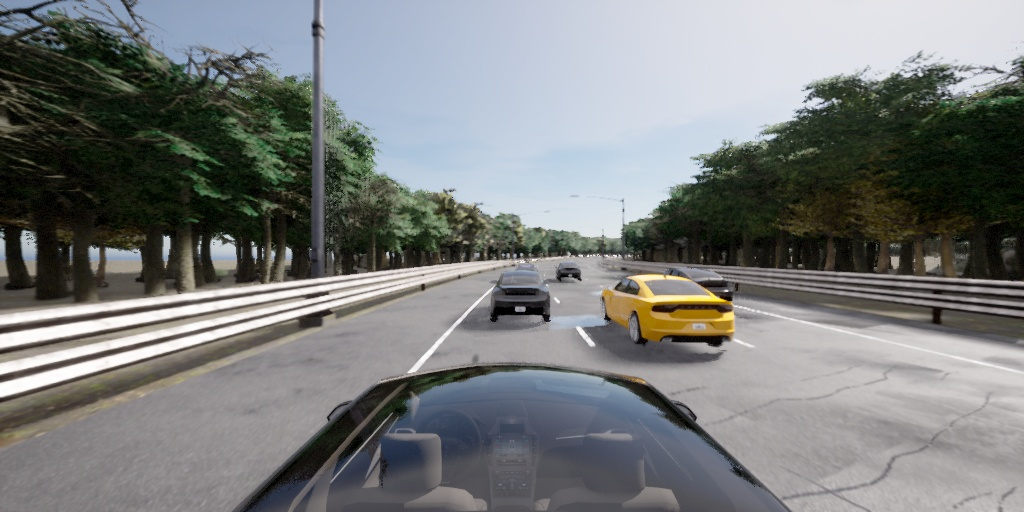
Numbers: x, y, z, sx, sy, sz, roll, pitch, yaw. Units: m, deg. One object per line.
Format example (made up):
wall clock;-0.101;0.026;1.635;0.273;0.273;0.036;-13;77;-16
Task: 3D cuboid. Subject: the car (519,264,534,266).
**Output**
car;1.241;1.333;30.795;1.994;1.385;4.181;0;0;4

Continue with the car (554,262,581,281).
car;4.711;1.277;30.329;1.837;1.490;4.892;0;0;4

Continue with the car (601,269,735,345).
car;3.726;1.236;9.530;1.882;1.535;5.008;0;0;1

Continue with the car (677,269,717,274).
car;7.394;1.270;15.324;1.837;1.490;4.892;0;0;2

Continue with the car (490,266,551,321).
car;0.304;1.261;12.544;1.837;1.490;4.892;0;0;2
